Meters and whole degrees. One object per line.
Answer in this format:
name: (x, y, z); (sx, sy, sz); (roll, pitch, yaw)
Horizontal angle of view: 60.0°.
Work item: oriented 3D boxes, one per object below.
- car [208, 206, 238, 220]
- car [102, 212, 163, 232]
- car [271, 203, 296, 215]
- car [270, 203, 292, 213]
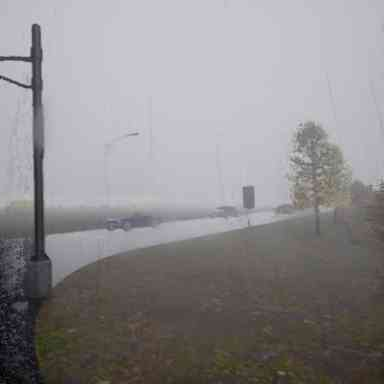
car: (3.559, 2.243, 36.725); (1.812, 1.442, 4.674); (-2, -2, 32)
car: (-4.250, 2.113, 24.232); (1.895, 1.301, 4.718); (-2, -2, 32)
car: (12.539, 2.282, 44.393); (1.812, 1.442, 4.674); (-2, -2, 32)
car: (14.658, 2.568, 54.516); (2.033, 1.411, 5.357); (-2, -2, 31)
